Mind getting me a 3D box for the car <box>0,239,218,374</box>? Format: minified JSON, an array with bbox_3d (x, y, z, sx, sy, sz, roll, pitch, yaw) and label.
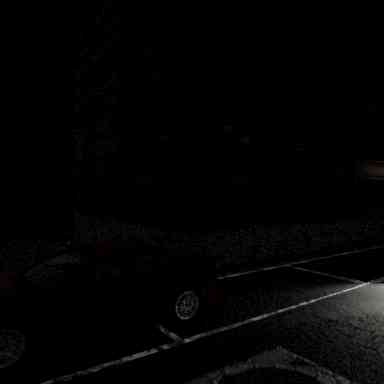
[{"bbox_3d":[-1.613,1.545,5.601,4.507,1.381,1.887,0,1,-35],"label":"car"}]
